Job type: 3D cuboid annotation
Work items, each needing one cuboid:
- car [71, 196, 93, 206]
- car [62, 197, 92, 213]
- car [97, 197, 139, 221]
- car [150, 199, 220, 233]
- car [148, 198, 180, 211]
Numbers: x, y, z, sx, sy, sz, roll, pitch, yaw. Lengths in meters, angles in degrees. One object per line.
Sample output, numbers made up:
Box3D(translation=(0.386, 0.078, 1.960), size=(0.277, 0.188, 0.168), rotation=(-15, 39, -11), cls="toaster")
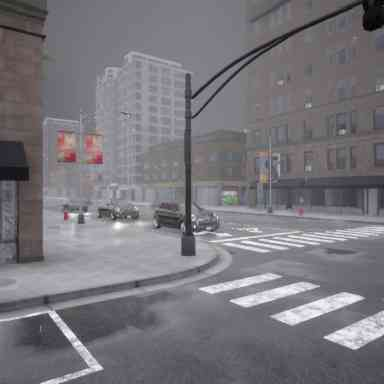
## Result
Box3D(translation=(-18.493, 1.458, 55.785), size=(2.033, 1.411, 5.357), rotation=(0, 0, -36), cls="car")
Box3D(translation=(-12.915, 1.453, 36.634), size=(1.837, 1.490, 4.892), rotation=(0, 0, -36), cls="car")
Box3D(translation=(-6.111, 1.317, 27.200), size=(2.097, 1.767, 4.553), rotation=(0, 0, -36), cls="car")
Box3D(translation=(-0.430, 1.332, 19.338), size=(2.097, 1.767, 4.553), rotation=(0, 0, -36), cls="car")
Box3D(translation=(-3.448, 1.502, 40.504), size=(1.994, 1.385, 4.181), rotation=(0, 0, -36), cls="car")
